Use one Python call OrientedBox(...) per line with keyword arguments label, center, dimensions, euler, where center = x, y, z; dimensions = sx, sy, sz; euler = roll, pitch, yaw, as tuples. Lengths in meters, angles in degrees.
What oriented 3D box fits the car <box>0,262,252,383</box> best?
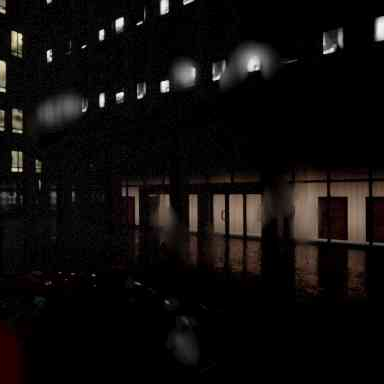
OrientedBox(label="car", center=(-1.523, 1.545, 3.985), dimensions=(4.507, 1.381, 1.887), euler=(0, 0, 36))
